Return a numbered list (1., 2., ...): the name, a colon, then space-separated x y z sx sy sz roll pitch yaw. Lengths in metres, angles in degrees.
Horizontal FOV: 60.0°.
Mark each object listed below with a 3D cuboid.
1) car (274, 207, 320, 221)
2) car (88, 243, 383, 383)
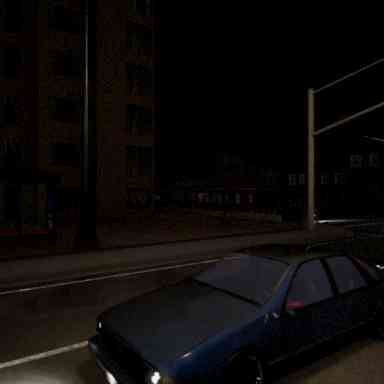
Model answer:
1. car: 9.656 2.053 30.988 1.994 1.385 4.181 0 -4 -36
2. car: 1.345 1.547 4.973 5.357 1.411 2.033 0 0 -35
